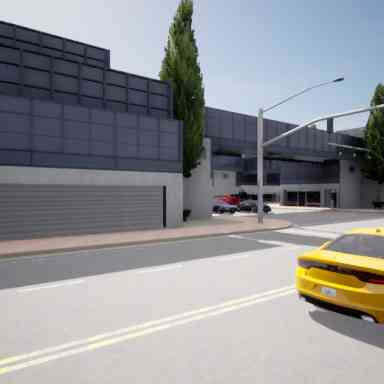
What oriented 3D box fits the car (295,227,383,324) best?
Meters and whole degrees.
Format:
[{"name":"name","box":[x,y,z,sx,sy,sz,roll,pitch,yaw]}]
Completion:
[{"name":"car","box":[4.252,1.478,6.880,5.008,1.535,1.882,0,0,-36]}]

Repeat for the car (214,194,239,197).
[{"name":"car","box":[4.098,1.221,44.882,2.150,2.045,5.566,0,0,-37]}]

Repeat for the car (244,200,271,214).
[{"name":"car","box":[6.397,1.564,35.640,1.994,1.385,4.181,0,0,-37]}]

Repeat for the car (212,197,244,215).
[{"name":"car","box":[2.562,1.547,34.920,2.033,1.411,5.357,0,0,-37]}]
